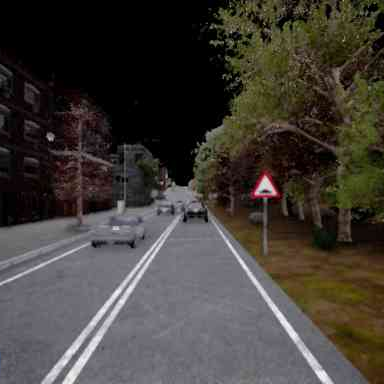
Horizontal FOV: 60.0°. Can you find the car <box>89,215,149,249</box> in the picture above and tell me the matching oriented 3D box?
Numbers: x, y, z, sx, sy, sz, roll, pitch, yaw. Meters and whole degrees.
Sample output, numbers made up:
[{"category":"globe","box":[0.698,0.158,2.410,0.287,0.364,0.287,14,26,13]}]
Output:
[{"category":"car","box":[-3.269,1.758,15.614,1.895,1.301,4.718,0,-1,1]}]

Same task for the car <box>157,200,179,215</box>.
[{"category":"car","box":[-2.949,1.857,38.532,2.128,1.511,4.902,0,-1,1]}]

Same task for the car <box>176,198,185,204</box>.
[{"category":"car","box":[-2.709,2.124,78.755,2.033,1.411,5.357,0,0,0]}]

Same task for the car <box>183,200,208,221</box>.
[{"category":"car","box":[0.328,1.647,30.299,2.097,1.767,4.553,0,-1,1]}]

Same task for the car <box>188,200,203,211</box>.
[{"category":"car","box":[0.479,1.961,48.511,2.033,1.411,5.357,1,-1,1]}]
